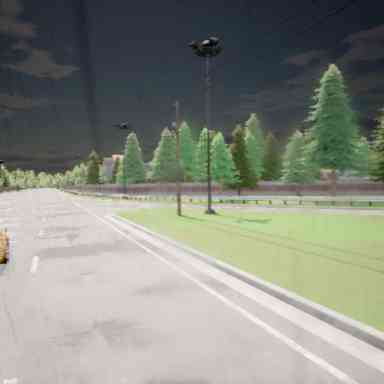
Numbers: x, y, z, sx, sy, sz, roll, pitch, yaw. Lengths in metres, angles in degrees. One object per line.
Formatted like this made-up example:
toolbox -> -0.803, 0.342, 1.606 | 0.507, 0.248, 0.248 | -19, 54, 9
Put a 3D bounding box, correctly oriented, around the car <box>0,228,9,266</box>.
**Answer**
car -> -5.678, 1.378, 8.010 | 1.882, 1.535, 5.008 | -1, 1, -23
